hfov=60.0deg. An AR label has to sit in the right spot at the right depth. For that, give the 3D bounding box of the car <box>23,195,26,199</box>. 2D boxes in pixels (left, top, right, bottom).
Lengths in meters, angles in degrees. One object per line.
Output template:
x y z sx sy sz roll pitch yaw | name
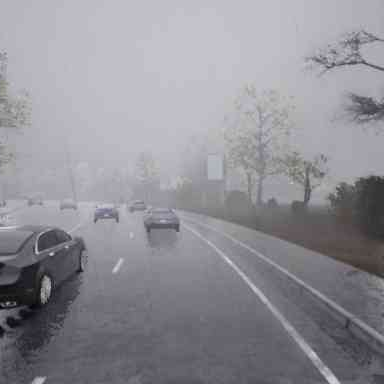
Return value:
-37.431 1.289 76.862 1.882 1.535 5.008 0 0 -41 | car

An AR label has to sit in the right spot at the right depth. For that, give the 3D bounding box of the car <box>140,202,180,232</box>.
-1.945 1.573 20.408 1.994 1.385 4.181 0 0 -10 | car

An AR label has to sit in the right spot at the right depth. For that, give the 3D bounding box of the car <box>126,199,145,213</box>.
-6.242 1.514 37.354 2.128 1.511 4.902 0 0 -18 | car

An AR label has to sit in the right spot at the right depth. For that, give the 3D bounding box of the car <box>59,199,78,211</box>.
-15.497 1.560 41.804 1.812 1.442 4.674 0 0 -22 | car

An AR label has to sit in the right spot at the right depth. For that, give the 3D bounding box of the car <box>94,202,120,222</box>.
-6.788 1.546 26.613 1.812 1.442 4.674 0 0 -13 | car

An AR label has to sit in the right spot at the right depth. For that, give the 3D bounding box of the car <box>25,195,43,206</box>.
-25.986 1.535 55.413 2.128 1.511 4.902 0 0 -30 | car

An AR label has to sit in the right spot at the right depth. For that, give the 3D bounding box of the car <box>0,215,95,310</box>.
-3.847 1.518 7.809 1.837 1.490 4.892 0 0 -4 | car
